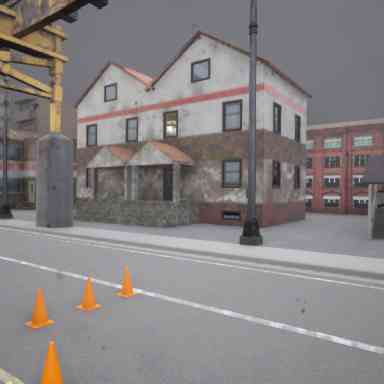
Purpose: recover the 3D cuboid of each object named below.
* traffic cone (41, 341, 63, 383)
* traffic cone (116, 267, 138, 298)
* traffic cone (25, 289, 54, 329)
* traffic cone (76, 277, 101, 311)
[{"bbox_3d":[-1.552,1.952,3.679,0.340,0.580,0.340,0,0,36],"label":"traffic cone"},{"bbox_3d":[-1.419,1.949,7.282,0.340,0.580,0.340,0,0,36],"label":"traffic cone"},{"bbox_3d":[-2.589,1.949,5.660,0.340,0.580,0.340,0,0,36],"label":"traffic cone"},{"bbox_3d":[-2.004,1.949,6.471,0.340,0.580,0.340,0,0,36],"label":"traffic cone"}]
